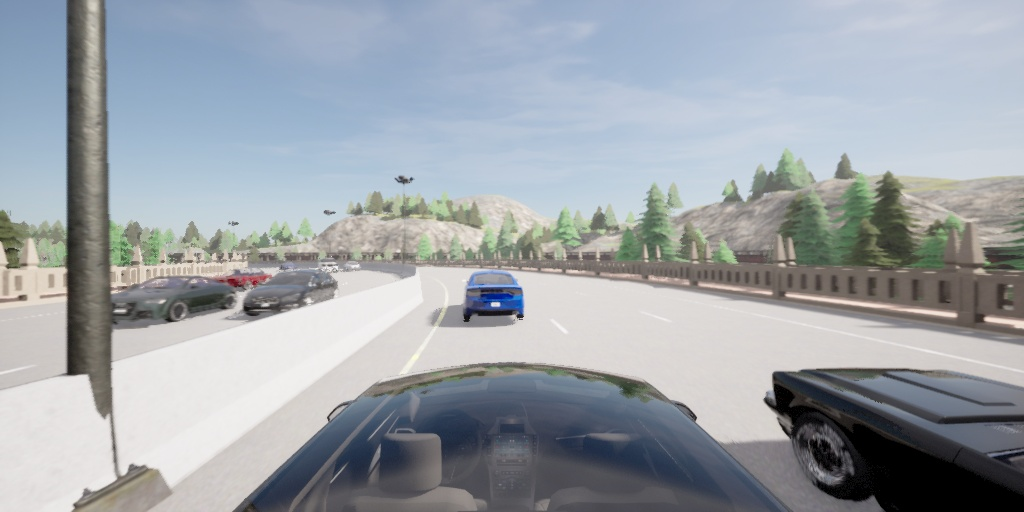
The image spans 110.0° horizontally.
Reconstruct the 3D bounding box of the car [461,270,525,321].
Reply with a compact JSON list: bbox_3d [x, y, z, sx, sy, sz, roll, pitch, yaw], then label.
[{"bbox_3d":[-0.752,1.241,12.726,1.882,1.535,5.008,0,0,-7],"label":"car"}]

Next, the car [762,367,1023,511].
[{"bbox_3d":[3.495,1.336,1.486,1.895,1.301,4.718,0,0,0],"label":"car"}]

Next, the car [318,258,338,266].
[{"bbox_3d":[-26.102,1.274,50.786,2.150,2.045,5.566,0,0,-34],"label":"car"}]

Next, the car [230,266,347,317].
[{"bbox_3d":[-8.120,1.305,13.678,1.837,1.490,4.892,0,0,-8],"label":"car"}]

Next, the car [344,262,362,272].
[{"bbox_3d":[-24.069,1.571,53.975,1.812,1.442,4.674,0,0,-34],"label":"car"}]

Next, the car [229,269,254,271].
[{"bbox_3d":[-17.023,1.471,22.666,1.895,1.301,4.718,0,0,-15],"label":"car"}]

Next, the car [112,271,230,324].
[{"bbox_3d":[-11.443,1.377,12.175,1.994,1.385,4.181,0,0,-8],"label":"car"}]
